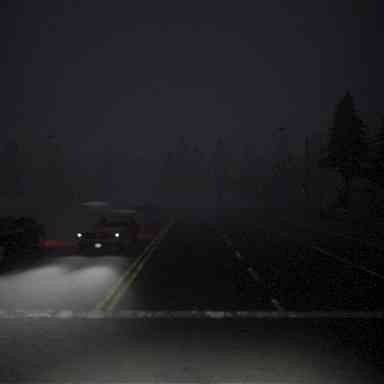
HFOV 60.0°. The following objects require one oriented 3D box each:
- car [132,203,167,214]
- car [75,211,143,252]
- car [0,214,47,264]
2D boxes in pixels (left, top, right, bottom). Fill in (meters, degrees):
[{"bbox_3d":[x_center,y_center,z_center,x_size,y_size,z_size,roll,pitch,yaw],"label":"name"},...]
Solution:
[{"bbox_3d":[-5.423,1.980,41.877,4.718,1.301,1.895,0,-1,41],"label":"car"},{"bbox_3d":[-3.553,1.746,14.827,1.895,1.301,4.718,0,-1,1],"label":"car"},{"bbox_3d":[-7.066,1.624,12.191,1.837,1.490,4.892,0,-1,0],"label":"car"}]
